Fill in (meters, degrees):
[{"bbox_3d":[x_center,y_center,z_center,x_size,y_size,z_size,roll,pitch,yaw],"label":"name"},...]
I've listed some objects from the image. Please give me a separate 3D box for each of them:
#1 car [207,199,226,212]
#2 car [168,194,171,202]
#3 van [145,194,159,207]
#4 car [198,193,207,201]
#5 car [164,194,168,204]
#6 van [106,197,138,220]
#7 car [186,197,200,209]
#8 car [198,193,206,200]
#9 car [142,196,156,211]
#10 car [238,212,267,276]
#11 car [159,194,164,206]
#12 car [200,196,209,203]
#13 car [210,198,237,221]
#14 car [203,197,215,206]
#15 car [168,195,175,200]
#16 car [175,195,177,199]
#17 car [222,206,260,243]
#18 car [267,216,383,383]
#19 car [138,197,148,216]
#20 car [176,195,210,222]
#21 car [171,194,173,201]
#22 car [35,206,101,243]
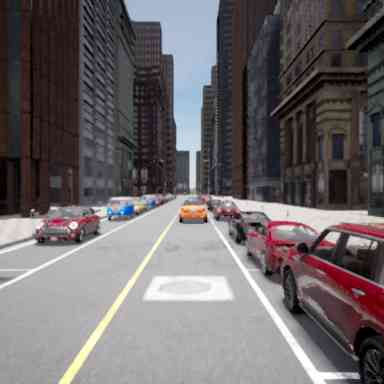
[{"bbox_3d":[2.761,1.548,38.410,1.947,1.339,4.313,0,0,0],"label":"car"},{"bbox_3d":[-5.763,1.546,66.587,1.947,1.339,4.313,0,0,0],"label":"car"},{"bbox_3d":[-5.764,1.323,44.040,1.690,1.788,3.998,0,0,0],"label":"van"},{"bbox_3d":[2.761,1.302,89.137,2.192,1.841,5.009,0,0,0],"label":"car"},{"bbox_3d":[-5.764,1.296,55.314,2.192,1.841,5.009,0,0,0],"label":"car"},{"bbox_3d":[-5.765,1.327,27.131,1.690,1.788,3.998,0,0,0],"label":"van"},{"bbox_3d":[0.101,1.485,46.969,1.837,1.490,4.892,0,0,0],"label":"car"},{"bbox_3d":[2.761,1.306,94.773,2.192,1.841,5.009,0,0,0],"label":"car"},{"bbox_3d":[-5.764,1.533,38.404,2.008,1.369,4.403,0,0,0],"label":"car"},{"bbox_3d":[2.761,1.539,10.230,1.887,1.381,4.507,0,0,0],"label":"car"},{"bbox_3d":[-5.764,1.421,49.677,1.967,1.590,4.097,0,0,0],"label":"car"},{"bbox_3d":[2.762,1.562,72.229,1.802,1.307,4.206,0,0,0],"label":"car"},{"bbox_3d":[2.761,1.426,27.138,1.967,1.590,4.097,0,0,0],"label":"car"},{"bbox_3d":[2.762,1.562,55.320,1.802,1.307,4.206,0,0,0],"label":"car"},{"bbox_3d":[-5.762,1.573,94.771,1.802,1.307,4.206,0,0,0],"label":"car"},{"bbox_3d":[-5.763,1.513,88.964,1.752,1.417,4.829,0,0,0],"label":"car"},{"bbox_3d":[2.761,1.557,15.866,1.947,1.339,4.313,0,0,0],"label":"car"},{"bbox_3d":[2.760,1.312,4.593,2.192,1.841,5.009,0,0,0],"label":"car"},{"bbox_3d":[-5.764,1.509,32.598,1.752,1.417,4.829,0,0,0],"label":"car"},{"bbox_3d":[0.100,1.337,26.308,2.097,1.767,4.553,0,0,0],"label":"car"},{"bbox_3d":[-5.763,1.531,72.224,2.008,1.369,4.403,0,0,0],"label":"car"},{"bbox_3d":[-5.765,1.432,15.858,1.967,1.590,4.097,0,0,0],"label":"car"}]
